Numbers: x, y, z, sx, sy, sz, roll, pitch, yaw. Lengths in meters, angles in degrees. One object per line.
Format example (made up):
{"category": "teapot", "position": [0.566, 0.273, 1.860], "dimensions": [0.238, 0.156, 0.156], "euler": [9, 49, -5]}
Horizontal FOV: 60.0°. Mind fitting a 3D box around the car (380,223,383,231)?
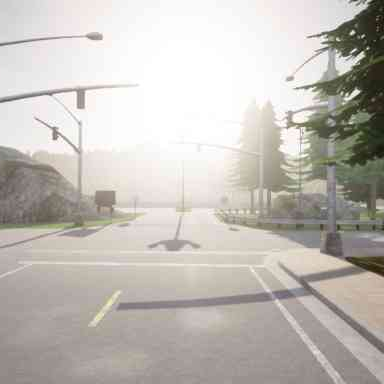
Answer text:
{"category": "car", "position": [15.035, 2.058, 21.108], "dimensions": [5.357, 1.411, 2.033], "euler": [0, -1, -2]}
